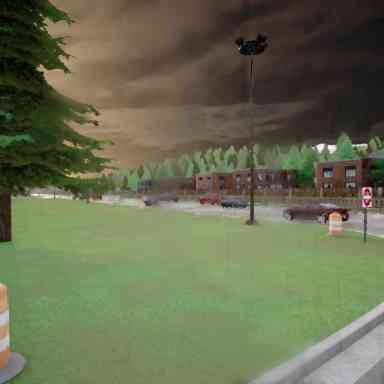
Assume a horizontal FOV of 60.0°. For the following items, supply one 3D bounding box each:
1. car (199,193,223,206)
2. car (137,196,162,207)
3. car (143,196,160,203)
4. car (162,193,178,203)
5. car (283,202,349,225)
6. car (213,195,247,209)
[{"bbox_3d":[3.235,1.222,55.618,2.150,2.045,5.566,0,0,-29],"label":"car"},{"bbox_3d":[-6.961,1.354,52.316,2.097,1.767,4.553,0,0,-30],"label":"car"},{"bbox_3d":[-8.469,1.563,69.192,1.994,1.385,4.181,0,0,-30],"label":"car"},{"bbox_3d":[-4.858,1.221,69.918,2.150,2.045,5.566,0,0,-30],"label":"car"},{"bbox_3d":[8.886,1.477,24.320,1.882,1.535,5.008,0,0,-30],"label":"car"},{"bbox_3d":[5.397,1.491,44.695,2.128,1.511,4.902,0,0,-30],"label":"car"}]
